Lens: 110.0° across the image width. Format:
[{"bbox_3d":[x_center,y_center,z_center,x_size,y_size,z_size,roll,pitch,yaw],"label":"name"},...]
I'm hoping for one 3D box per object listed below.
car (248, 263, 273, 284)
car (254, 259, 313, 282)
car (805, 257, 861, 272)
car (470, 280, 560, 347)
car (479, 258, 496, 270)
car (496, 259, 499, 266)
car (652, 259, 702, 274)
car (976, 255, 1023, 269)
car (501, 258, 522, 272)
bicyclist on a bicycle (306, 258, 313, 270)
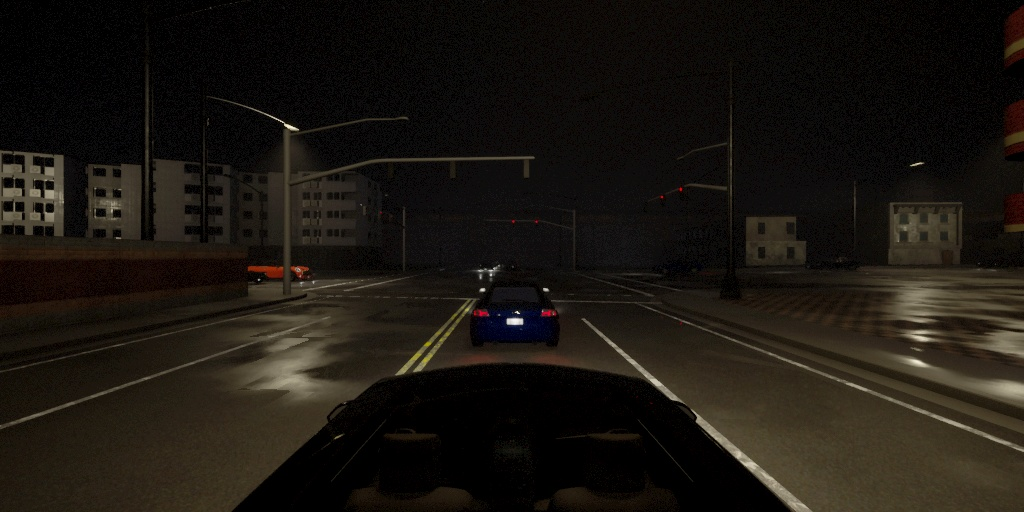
[{"bbox_3d":[-19.921,1.351,25.132,4.718,1.301,1.895,0,0,1],"label":"car"},{"bbox_3d":[-18.463,1.102,28.582,4.553,1.767,2.097,0,0,0],"label":"car"},{"bbox_3d":[33.716,0.851,37.785,4.902,1.511,2.128,-1,0,1],"label":"car"},{"bbox_3d":[0.063,1.314,9.357,1.994,1.385,4.181,0,0,0],"label":"car"},{"bbox_3d":[-3.746,1.255,53.710,1.837,1.490,4.892,0,0,0],"label":"car"},{"bbox_3d":[-3.753,1.276,63.080,1.812,1.442,4.674,0,0,0],"label":"car"},{"bbox_3d":[17.456,1.095,38.049,5.008,1.535,1.882,-1,0,0],"label":"car"},{"bbox_3d":[52.130,0.650,37.380,5.357,1.411,2.033,-1,0,1],"label":"car"},{"bbox_3d":[-0.021,1.314,46.559,1.994,1.385,4.181,0,0,-4],"label":"car"},{"bbox_3d":[-25.562,1.051,45.223,0.582,1.620,1.656,0,0,0],"label":"bicyclist on a bicycle"}]
